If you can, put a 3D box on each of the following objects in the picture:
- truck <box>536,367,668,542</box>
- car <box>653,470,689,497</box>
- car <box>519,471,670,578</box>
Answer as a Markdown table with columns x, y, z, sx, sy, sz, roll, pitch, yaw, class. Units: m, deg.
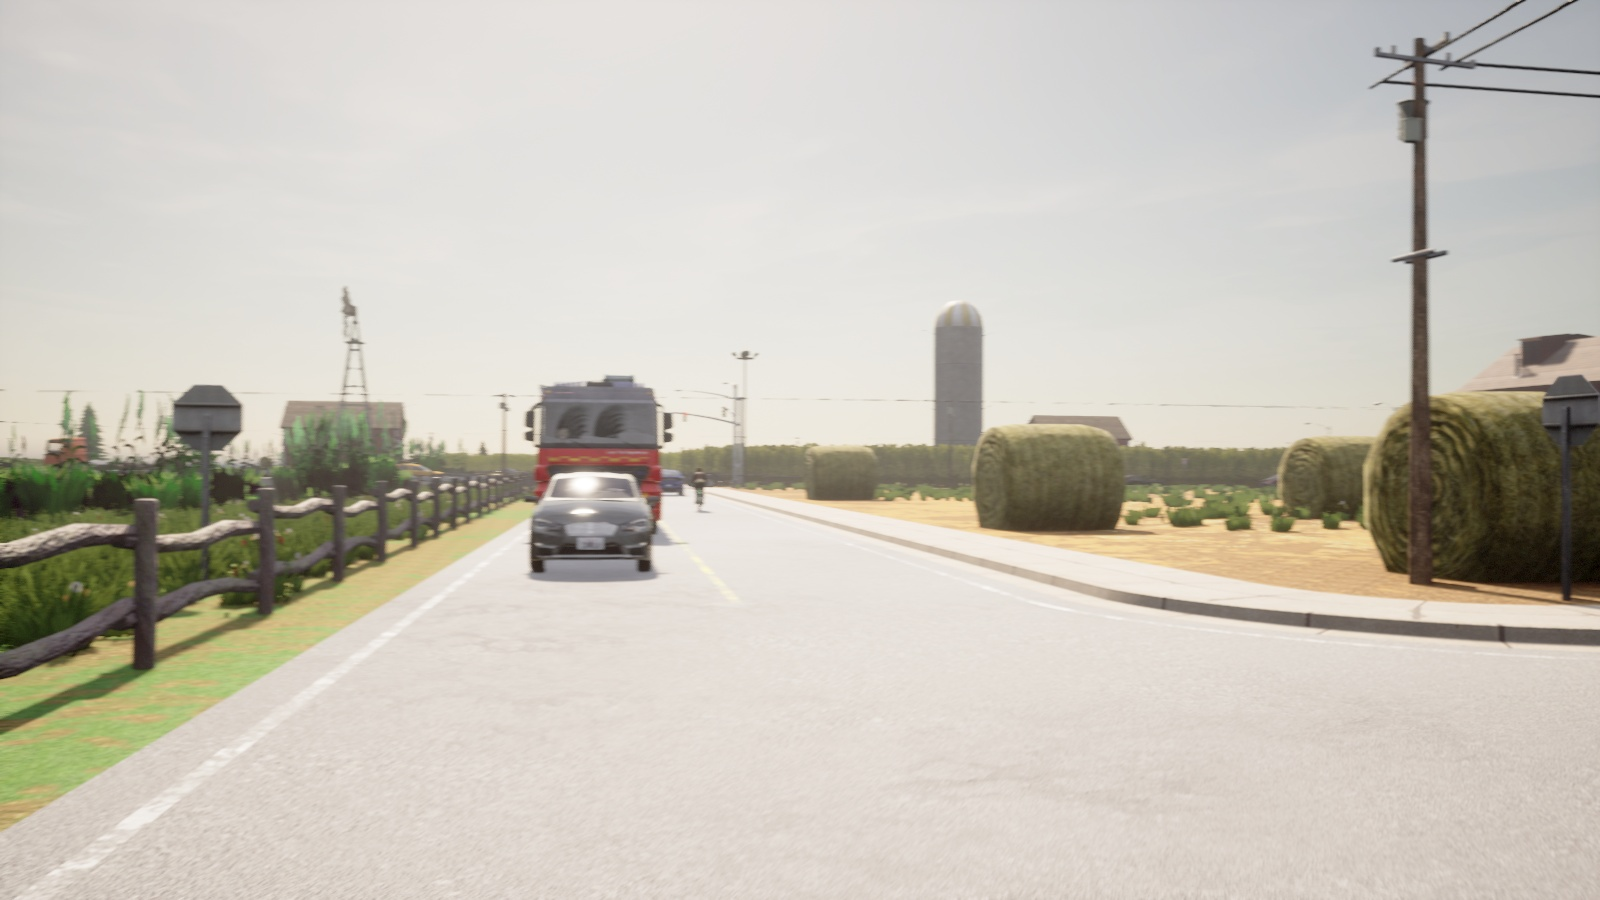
| x | y | z | sx | sy | sz | roll | pitch | yaw | class |
| --- | --- | --- | --- | --- | --- | --- | --- | --- | --- |
| -4.994 | 0.164 | 32.011 | 2.891 | 3.827 | 8.468 | 0 | -1 | -8 | truck |
| -7.683 | 1.981 | 74.444 | 1.882 | 1.535 | 5.008 | 0 | -1 | -8 | car |
| -3.291 | 1.098 | 20.403 | 2.128 | 1.511 | 4.902 | 0 | -1 | -8 | car |
